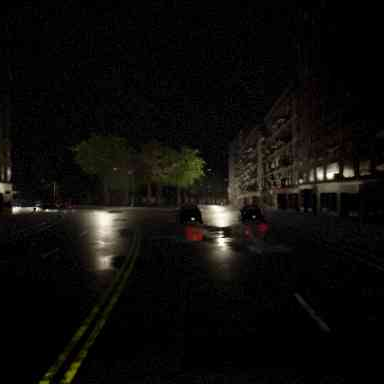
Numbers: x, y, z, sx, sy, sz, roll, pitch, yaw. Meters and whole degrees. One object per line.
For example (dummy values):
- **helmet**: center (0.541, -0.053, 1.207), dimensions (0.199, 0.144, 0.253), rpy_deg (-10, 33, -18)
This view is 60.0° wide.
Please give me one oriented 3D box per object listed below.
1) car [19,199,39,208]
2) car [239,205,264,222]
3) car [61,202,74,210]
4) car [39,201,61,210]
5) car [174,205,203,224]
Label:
- **car**: center (-37.852, 2.887, 77.138), dimensions (2.097, 1.767, 4.553), rpy_deg (0, -1, -40)
- **car**: center (5.253, 1.897, 29.862), dimensions (1.812, 1.442, 4.674), rpy_deg (-1, -1, 3)
- **car**: center (-25.244, 2.781, 66.974), dimensions (1.812, 1.442, 4.674), rpy_deg (0, -1, -38)
- **car**: center (-27.750, 2.816, 64.897), dimensions (1.994, 1.385, 4.181), rpy_deg (0, -1, -38)
- **car**: center (-0.334, 1.891, 28.294), dimensions (1.837, 1.490, 4.892), rpy_deg (1, -1, -10)
